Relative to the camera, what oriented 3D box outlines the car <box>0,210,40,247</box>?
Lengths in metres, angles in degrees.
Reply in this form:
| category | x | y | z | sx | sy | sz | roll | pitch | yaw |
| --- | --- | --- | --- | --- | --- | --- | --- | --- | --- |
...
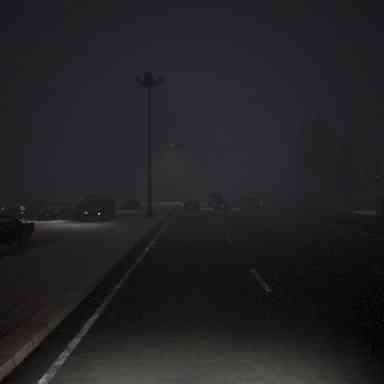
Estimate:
| category | x | y | z | sx | sy | sz | roll | pitch | yaw |
| --- | --- | --- | --- | --- | --- | --- | --- | --- | --- |
| car | -8.082 | 1.600 | 12.931 | 1.895 | 1.301 | 4.718 | 0 | 0 | 0 |

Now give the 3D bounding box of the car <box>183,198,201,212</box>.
| category | x | y | z | sx | sy | sz | roll | pitch | yaw |
| --- | --- | --- | --- | --- | --- | --- | --- | --- | --- |
| car | -0.021 | 1.488 | 39.042 | 2.128 | 1.511 | 4.902 | 0 | 0 | 0 |

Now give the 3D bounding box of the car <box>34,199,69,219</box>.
| category | x | y | z | sx | sy | sz | roll | pitch | yaw |
| --- | --- | --- | --- | --- | --- | --- | --- | --- | --- |
| car | -11.530 | 1.523 | 28.892 | 1.812 | 1.442 | 4.674 | 0 | 0 | 0 |

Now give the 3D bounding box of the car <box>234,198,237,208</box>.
| category | x | y | z | sx | sy | sz | roll | pitch | yaw |
| --- | --- | --- | --- | --- | --- | --- | --- | --- | --- |
| car | 6.973 | 1.543 | 49.466 | 2.033 | 1.411 | 5.357 | 0 | 0 | 0 |

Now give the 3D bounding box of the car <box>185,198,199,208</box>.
| category | x | y | z | sx | sy | sz | roll | pitch | yaw |
| --- | --- | --- | --- | --- | --- | --- | --- | --- | --- |
| car | -0.027 | 1.597 | 49.492 | 1.895 | 1.301 | 4.718 | 0 | 0 | 0 |

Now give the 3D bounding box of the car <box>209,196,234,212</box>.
| category | x | y | z | sx | sy | sz | roll | pitch | yaw |
| --- | --- | --- | --- | --- | --- | --- | --- | --- | --- |
| car | 3.479 | 1.561 | 39.460 | 1.994 | 1.385 | 4.181 | 0 | 0 | 0 |

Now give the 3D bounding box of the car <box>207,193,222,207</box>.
| category | x | y | z | sx | sy | sz | roll | pitch | yaw |
| --- | --- | --- | --- | --- | --- | --- | --- | --- | --- |
| car | 3.473 | 1.217 | 49.494 | 2.150 | 2.045 | 5.566 | 0 | 0 | 0 |

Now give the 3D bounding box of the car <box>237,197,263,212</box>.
| category | x | y | z | sx | sy | sz | roll | pitch | yaw |
| --- | --- | --- | --- | --- | --- | --- | --- | --- | --- |
| car | 6.979 | 1.349 | 39.432 | 2.097 | 1.767 | 4.553 | 0 | 0 | 0 |

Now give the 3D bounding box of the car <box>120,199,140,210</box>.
| category | x | y | z | sx | sy | sz | roll | pitch | yaw |
| --- | --- | --- | --- | --- | --- | --- | --- | --- | --- |
| car | -8.024 | 1.596 | 43.627 | 2.033 | 1.411 | 5.357 | 0 | 0 | 0 |

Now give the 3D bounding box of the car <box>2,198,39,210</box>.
| category | x | y | z | sx | sy | sz | roll | pitch | yaw |
| --- | --- | --- | --- | --- | --- | --- | --- | --- | --- |
| car | -15.033 | 1.349 | 29.928 | 2.097 | 1.767 | 4.553 | 0 | 0 | 0 |

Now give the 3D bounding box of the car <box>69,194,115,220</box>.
| category | x | y | z | sx | sy | sz | roll | pitch | yaw |
| --- | --- | --- | --- | --- | --- | --- | --- | --- | --- |
| car | -8.035 | 1.216 | 28.028 | 2.150 | 2.045 | 5.566 | 0 | 0 | 0 |
